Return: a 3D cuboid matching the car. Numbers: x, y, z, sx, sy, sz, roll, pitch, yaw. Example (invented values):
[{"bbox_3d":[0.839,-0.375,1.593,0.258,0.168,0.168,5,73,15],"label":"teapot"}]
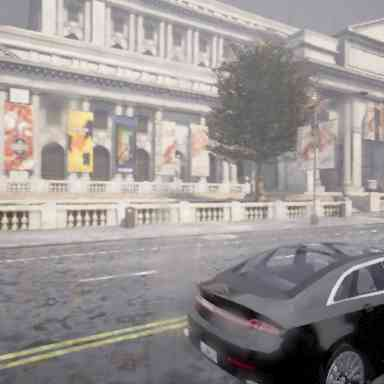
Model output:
[{"bbox_3d":[2.258,1.496,4.778,4.902,1.511,2.128,0,0,-31],"label":"car"}]
